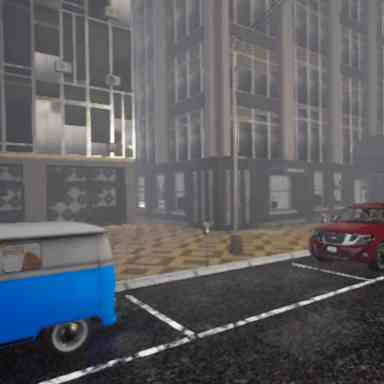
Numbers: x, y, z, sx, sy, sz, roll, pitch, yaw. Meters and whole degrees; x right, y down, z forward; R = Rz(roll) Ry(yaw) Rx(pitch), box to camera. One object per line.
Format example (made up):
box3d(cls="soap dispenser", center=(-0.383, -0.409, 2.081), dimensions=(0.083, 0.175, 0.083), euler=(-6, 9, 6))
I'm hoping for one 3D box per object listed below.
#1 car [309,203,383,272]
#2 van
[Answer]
box3d(cls="car", center=(5.994, 1.290, 10.847), dimensions=(5.009, 1.841, 2.192), euler=(0, -1, -35))
box3d(cls="van", center=(-3.020, 1.341, 4.422), dimensions=(3.998, 1.788, 1.690), euler=(0, -1, -35))
